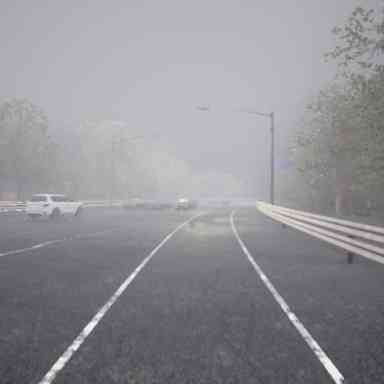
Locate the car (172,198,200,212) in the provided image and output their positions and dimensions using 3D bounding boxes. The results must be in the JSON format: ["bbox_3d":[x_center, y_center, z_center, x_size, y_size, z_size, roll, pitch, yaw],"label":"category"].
[{"bbox_3d":[-0.720,1.855,43.166,1.895,1.301,4.718,0,-1,14],"label":"car"}]

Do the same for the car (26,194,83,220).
[{"bbox_3d":[-11.550,1.232,28.364,2.150,2.045,5.566,0,-1,14],"label":"car"}]

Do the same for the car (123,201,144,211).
[{"bbox_3d":[-7.491,1.833,44.948,1.895,1.301,4.718,0,-1,14],"label":"car"}]

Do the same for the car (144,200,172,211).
[{"bbox_3d":[-4.117,1.790,44.013,2.033,1.411,5.357,0,-1,14],"label":"car"}]

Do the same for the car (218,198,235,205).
[{"bbox_3d":[8.239,2.270,79.792,2.128,1.511,4.902,0,-1,14],"label":"car"}]

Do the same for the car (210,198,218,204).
[{"bbox_3d":[5.803,2.327,84.559,2.033,1.411,5.357,0,-1,14],"label":"car"}]
